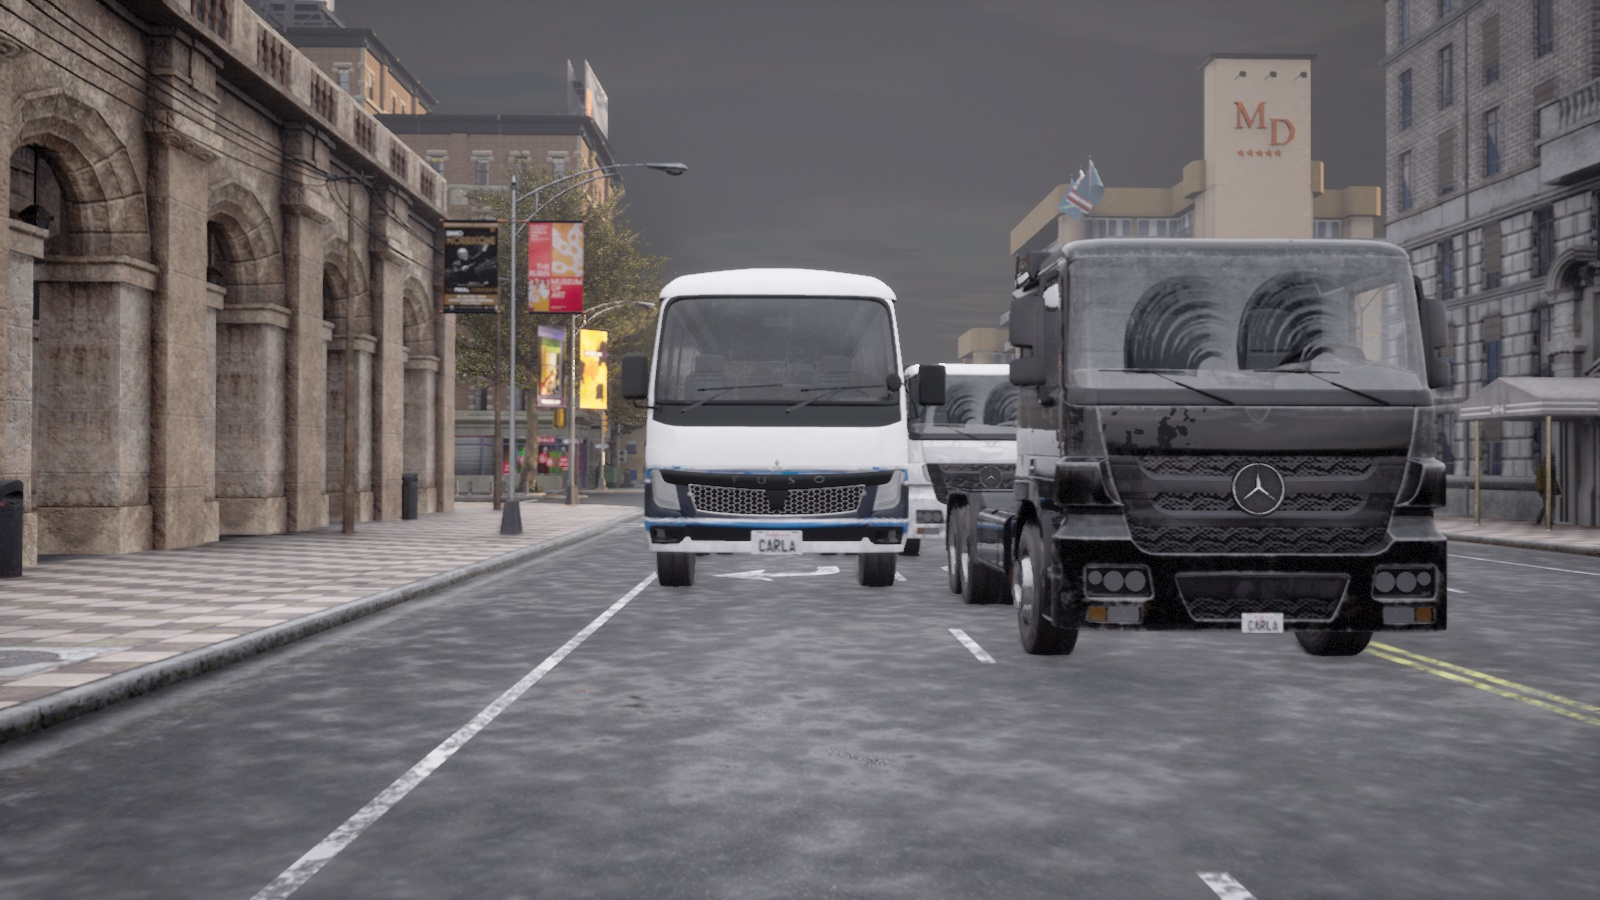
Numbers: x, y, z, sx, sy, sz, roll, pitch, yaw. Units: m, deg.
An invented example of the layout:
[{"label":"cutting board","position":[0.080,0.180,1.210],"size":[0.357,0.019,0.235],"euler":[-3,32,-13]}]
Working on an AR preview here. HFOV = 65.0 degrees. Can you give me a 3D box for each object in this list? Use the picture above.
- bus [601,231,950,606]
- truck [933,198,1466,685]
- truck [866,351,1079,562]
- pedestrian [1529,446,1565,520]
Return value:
[{"label":"bus","position":[-0.363,-0.294,19.407],"size":[3.944,4.253,10.273],"euler":[0,-1,-1]},{"label":"truck","position":[3.263,-0.005,12.914],"size":[2.891,3.462,7.936],"euler":[0,-1,0]},{"label":"truck","position":[3.050,0.159,24.656],"size":[2.891,3.462,7.936],"euler":[0,-1,-1]},{"label":"pedestrian","position":[18.957,0.829,31.874],"size":[0.431,1.840,0.709],"euler":[0,-1,-6]}]
